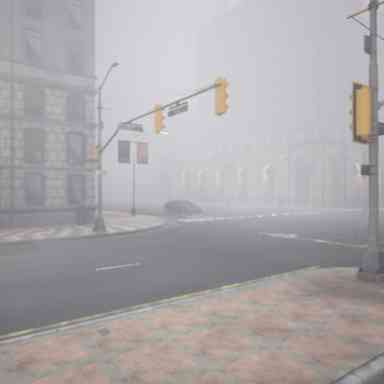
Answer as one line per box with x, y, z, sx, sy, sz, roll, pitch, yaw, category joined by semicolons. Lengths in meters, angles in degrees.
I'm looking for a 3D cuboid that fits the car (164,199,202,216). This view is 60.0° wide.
-0.956;1.523;32.477;1.837;1.490;4.892;0;2;-36;car
